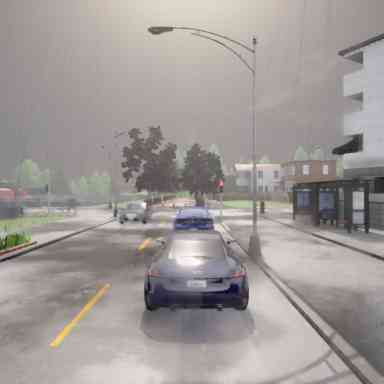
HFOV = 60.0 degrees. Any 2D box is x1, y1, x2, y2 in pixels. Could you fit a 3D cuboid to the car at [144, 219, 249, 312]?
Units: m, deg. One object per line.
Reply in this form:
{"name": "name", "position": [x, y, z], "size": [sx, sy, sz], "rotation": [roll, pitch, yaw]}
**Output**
{"name": "car", "position": [0.089, 1.564, 7.787], "size": [1.994, 1.385, 4.181], "rotation": [0, 0, 0]}

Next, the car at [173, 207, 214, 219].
{"name": "car", "position": [0.079, 1.478, 16.769], "size": [1.882, 1.535, 5.008], "rotation": [0, 0, 0]}

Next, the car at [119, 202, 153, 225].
{"name": "car", "position": [-4.031, 1.492, 24.447], "size": [2.128, 1.511, 4.902], "rotation": [0, 0, 0]}
